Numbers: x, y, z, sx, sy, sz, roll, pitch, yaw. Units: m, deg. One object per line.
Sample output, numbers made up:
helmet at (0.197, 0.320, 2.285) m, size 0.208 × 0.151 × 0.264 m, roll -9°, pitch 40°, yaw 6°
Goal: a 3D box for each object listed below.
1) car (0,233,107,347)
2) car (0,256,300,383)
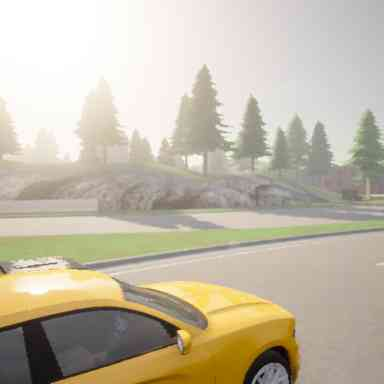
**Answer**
car at (-3.941, 1.605, 5.123) m, size 4.718 × 1.301 × 1.895 m, roll -1°, pitch 1°, yaw -37°
car at (-1.147, 1.464, 2.877) m, size 5.008 × 1.535 × 1.882 m, roll -2°, pitch 1°, yaw -35°
